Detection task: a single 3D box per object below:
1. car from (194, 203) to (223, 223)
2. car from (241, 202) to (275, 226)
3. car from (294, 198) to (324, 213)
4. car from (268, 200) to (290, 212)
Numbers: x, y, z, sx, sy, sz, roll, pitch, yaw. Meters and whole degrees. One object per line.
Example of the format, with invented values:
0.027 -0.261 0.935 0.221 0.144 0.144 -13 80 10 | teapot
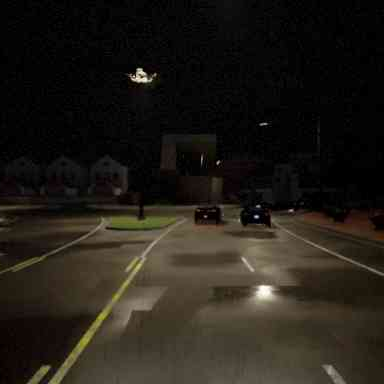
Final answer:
1.353 1.582 26.197 2.128 1.511 4.902 0 0 9 | car
4.581 1.648 24.233 1.994 1.385 4.181 0 0 7 | car
14.097 1.490 39.676 4.553 1.767 2.097 0 0 -44 | car
10.378 1.706 40.936 1.994 1.385 4.181 0 0 44 | car
